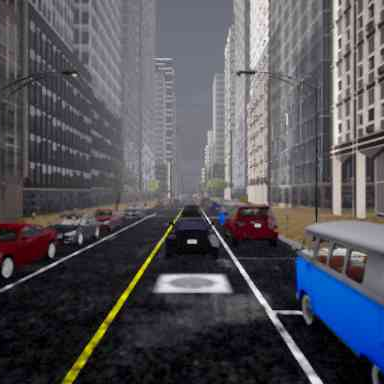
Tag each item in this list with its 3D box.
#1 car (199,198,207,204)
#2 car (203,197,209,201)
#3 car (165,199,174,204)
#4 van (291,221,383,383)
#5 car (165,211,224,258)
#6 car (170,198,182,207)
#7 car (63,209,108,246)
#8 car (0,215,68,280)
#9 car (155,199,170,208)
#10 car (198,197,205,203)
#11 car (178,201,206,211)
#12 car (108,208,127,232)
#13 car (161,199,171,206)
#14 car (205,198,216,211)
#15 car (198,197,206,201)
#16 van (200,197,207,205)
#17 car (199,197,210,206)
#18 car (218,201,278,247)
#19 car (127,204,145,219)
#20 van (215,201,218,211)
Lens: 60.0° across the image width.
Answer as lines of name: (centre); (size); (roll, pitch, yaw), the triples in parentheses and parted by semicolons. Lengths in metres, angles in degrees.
car: (2.678, 2.272, 84.134); (1.967, 1.590, 4.097); (-1, -1, 0)
car: (3.143, 2.018, 51.815); (1.837, 1.490, 4.892); (0, -1, 0)
car: (-5.702, 2.398, 84.133); (1.947, 1.339, 4.313); (-1, -1, 0)
van: (2.680, 1.388, 4.568); (1.690, 1.788, 3.998); (-1, -1, 0)
car: (0.016, 1.700, 13.458); (1.994, 1.385, 4.181); (0, 0, 0)
car: (-3.023, 1.999, 65.240); (2.097, 1.767, 4.553); (0, -1, 0)
car: (-5.700, 1.711, 15.932); (2.008, 1.369, 4.403); (-1, -1, 0)
car: (-5.699, 1.648, 10.249); (1.887, 1.381, 4.507); (-1, -1, 0)
car: (-5.702, 2.049, 61.400); (1.967, 1.590, 4.097); (-1, -1, 0)
car: (2.676, 2.382, 95.501); (1.967, 1.590, 4.097); (-1, -1, 0)
car: (0.017, 1.792, 28.505); (1.837, 1.490, 4.892); (0, 0, 0)
car: (-5.699, 1.798, 21.615); (1.802, 1.307, 4.206); (-1, -1, 0)
car: (-5.701, 2.244, 72.596); (1.752, 1.417, 4.829); (-1, -1, 0)
car: (3.146, 1.971, 44.815); (1.812, 1.442, 4.674); (0, -1, 0)
car: (2.677, 1.980, 67.085); (2.192, 1.841, 5.009); (-1, -1, 0)
van: (2.677, 2.117, 78.452); (1.690, 1.788, 3.998); (-1, -1, 0)
car: (2.677, 2.035, 72.769); (2.192, 1.841, 5.009); (-1, -1, 0)
car: (2.679, 1.475, 15.935); (2.192, 1.841, 5.009); (-1, -1, 0)
car: (-5.700, 1.880, 32.982); (2.008, 1.369, 4.403); (-1, -1, 0)
van: (2.679, 1.557, 21.618); (1.690, 1.788, 3.998); (-1, -1, 0)
